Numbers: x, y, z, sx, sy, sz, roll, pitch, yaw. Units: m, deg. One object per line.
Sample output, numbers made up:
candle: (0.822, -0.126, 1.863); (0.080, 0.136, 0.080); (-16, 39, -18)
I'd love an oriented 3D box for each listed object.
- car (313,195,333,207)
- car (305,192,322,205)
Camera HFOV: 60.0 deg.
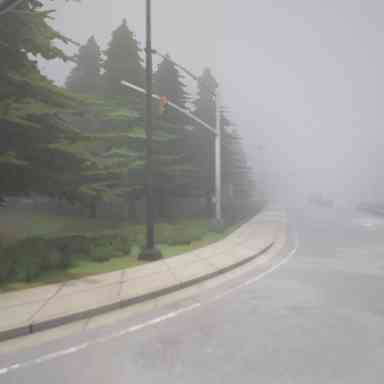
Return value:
car: (19.757, 1.497, 49.551); (2.033, 1.411, 5.357); (-1, 0, 14)
car: (22.231, 1.174, 59.738); (2.150, 2.045, 5.566); (-1, 0, 14)
